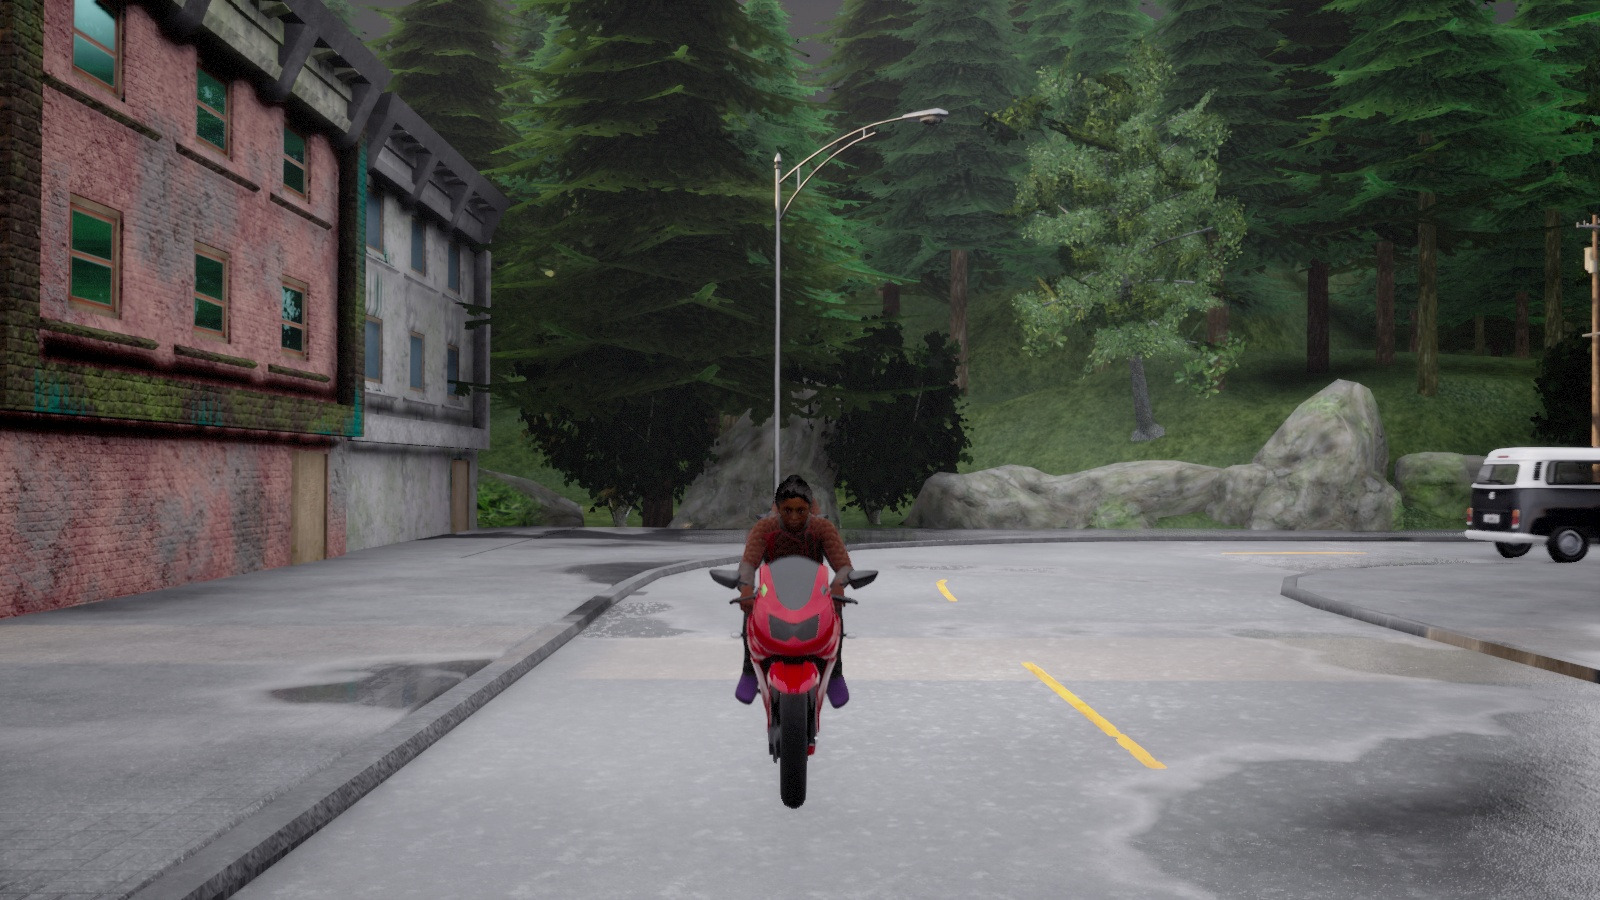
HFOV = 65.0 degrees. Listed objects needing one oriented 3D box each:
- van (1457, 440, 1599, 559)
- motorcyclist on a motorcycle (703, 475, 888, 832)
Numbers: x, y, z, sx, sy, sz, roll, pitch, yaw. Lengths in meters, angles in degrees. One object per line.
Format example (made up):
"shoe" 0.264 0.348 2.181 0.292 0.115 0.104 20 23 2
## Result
"van" 14.600 0.858 22.579 4.480 2.038 2.069 0 -1 -4
"motorcyclist on a motorcycle" -0.026 0.904 6.482 0.797 1.523 2.044 0 0 0
